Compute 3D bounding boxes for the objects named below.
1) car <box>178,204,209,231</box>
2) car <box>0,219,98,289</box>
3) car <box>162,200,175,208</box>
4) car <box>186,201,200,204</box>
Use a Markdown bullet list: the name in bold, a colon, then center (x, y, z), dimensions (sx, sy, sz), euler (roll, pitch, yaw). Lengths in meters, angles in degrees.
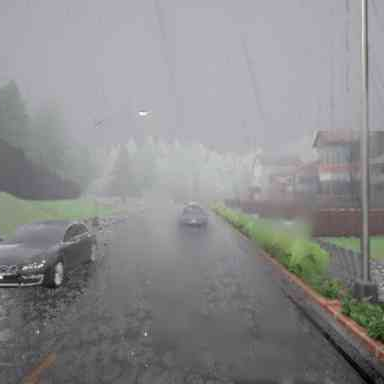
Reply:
- **car**: center (0.111, 1.751, 22.357), dimensions (1.994, 1.385, 4.181), euler (0, 0, 0)
- **car**: center (-4.095, 1.586, 9.481), dimensions (1.837, 1.490, 4.892), euler (0, -1, 0)
- **car**: center (-3.972, 2.035, 56.932), dimensions (1.812, 1.442, 4.674), euler (0, 0, 0)
- **car**: center (0.119, 1.886, 43.244), dimensions (1.812, 1.442, 4.674), euler (0, 0, 0)
